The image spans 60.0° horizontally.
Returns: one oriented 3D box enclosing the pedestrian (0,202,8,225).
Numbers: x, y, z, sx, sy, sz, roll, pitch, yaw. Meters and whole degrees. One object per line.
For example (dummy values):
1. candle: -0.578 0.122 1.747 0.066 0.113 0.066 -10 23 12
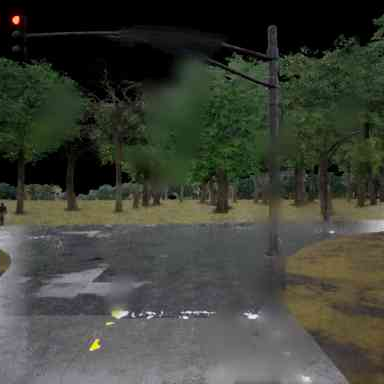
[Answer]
1. pedestrian: -15.234 1.718 26.785 0.375 1.860 0.375 0 -1 0
